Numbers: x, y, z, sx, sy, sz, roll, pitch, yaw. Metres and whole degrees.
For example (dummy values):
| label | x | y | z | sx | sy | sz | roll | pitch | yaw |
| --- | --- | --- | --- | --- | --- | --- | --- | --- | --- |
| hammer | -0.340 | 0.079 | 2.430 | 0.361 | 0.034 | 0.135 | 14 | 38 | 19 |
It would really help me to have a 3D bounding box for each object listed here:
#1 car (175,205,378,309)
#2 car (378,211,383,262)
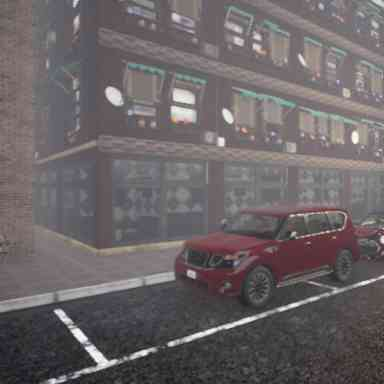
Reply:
| label | x | y | z | sx | sy | sz | roll | pitch | yaw |
| --- | --- | --- | --- | --- | --- | --- | --- | --- | --- |
| car | 2.040 | 1.283 | 8.006 | 5.009 | 1.841 | 2.192 | 0 | 0 | -35 |
| car | 6.630 | 1.379 | 11.275 | 4.097 | 1.590 | 1.967 | 0 | 0 | -35 |
